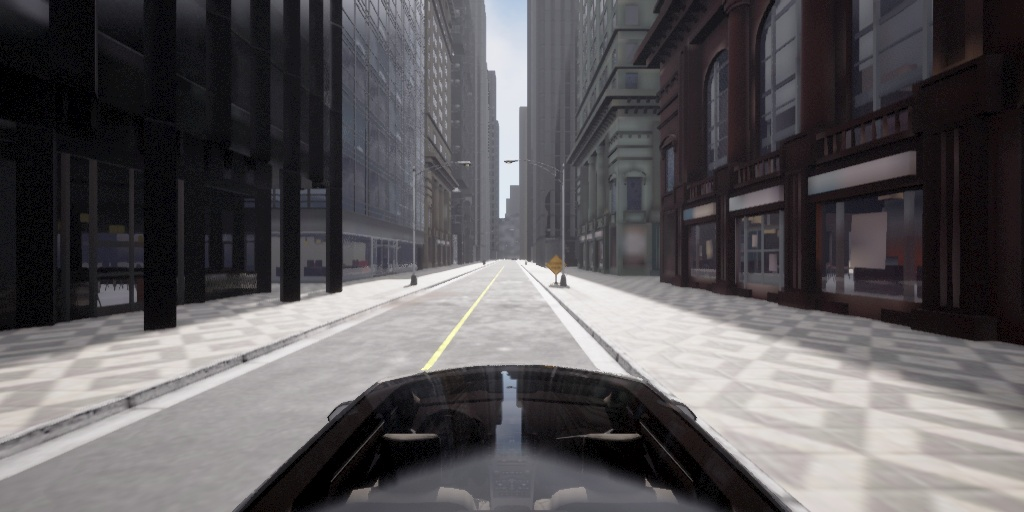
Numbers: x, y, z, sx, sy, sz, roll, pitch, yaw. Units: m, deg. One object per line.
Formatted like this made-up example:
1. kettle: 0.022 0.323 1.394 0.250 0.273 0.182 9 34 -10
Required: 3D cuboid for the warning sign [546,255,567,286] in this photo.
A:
1. warning sign: 2.718 0.849 22.101 1.300 1.860 1.060 0 0 0
